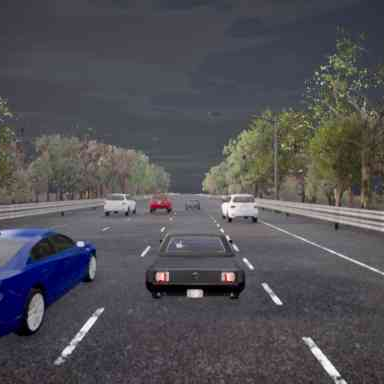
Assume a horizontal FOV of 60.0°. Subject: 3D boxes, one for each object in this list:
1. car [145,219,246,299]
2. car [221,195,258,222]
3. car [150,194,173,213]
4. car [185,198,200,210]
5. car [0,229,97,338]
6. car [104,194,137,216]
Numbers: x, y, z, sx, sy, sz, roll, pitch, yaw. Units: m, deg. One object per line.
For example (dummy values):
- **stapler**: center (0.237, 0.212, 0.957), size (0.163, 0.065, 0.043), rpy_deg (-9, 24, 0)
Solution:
- **car**: center (0.098, 1.593, 8.380), size (1.895, 1.301, 4.718), rpy_deg (0, 0, 1)
- **car**: center (3.626, 1.213, 25.946), size (2.150, 2.045, 5.566), rpy_deg (0, 0, -2)
- **car**: center (-3.386, 1.215, 37.036), size (2.150, 2.045, 5.566), rpy_deg (0, 0, 0)
- **car**: center (0.112, 1.487, 42.938), size (2.128, 1.511, 4.902), rpy_deg (0, 0, 0)
- **car**: center (-3.397, 1.471, 6.687), size (1.882, 1.535, 5.008), rpy_deg (0, 0, 0)
- **car**: center (-6.902, 1.214, 32.483), size (2.150, 2.045, 5.566), rpy_deg (0, 0, 1)
